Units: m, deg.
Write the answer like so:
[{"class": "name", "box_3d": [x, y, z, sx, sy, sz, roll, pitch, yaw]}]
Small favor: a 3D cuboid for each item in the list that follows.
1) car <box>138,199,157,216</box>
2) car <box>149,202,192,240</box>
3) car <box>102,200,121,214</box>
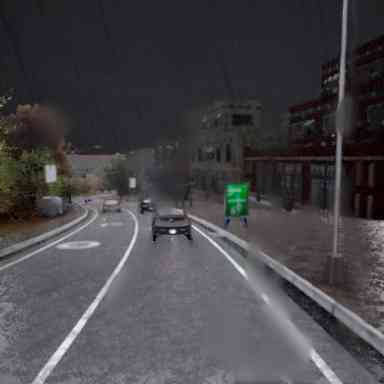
[{"class": "car", "box_3d": [-4.584, 1.444, 34.972, 1.882, 1.535, 5.008, -2, 0, -14]}, {"class": "car", "box_3d": [-1.140, 1.472, 16.894, 1.837, 1.490, 4.892, -1, 0, -7]}, {"class": "car", "box_3d": [-8.858, 1.603, 36.652, 1.812, 1.442, 4.674, -2, 0, -15]}]
